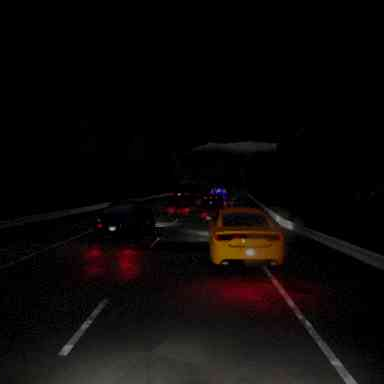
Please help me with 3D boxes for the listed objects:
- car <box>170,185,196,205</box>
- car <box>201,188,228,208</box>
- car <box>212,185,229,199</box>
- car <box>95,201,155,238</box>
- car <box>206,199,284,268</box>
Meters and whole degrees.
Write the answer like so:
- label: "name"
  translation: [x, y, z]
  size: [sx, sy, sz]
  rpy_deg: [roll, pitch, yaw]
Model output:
- label: "car"
  translation: [-0.917, 0.276, 35.547]
  size: [2.150, 2.045, 5.566]
  rpy_deg: [0, 1, 7]
- label: "car"
  translation: [1.977, 0.660, 31.265]
  size: [2.128, 1.511, 4.902]
  rpy_deg: [0, 1, 8]
- label: "car"
  translation: [3.712, 0.047, 44.038]
  size: [2.150, 2.045, 5.566]
  rpy_deg: [0, 1, 9]
- label: "car"
  translation: [-2.873, 1.129, 14.849]
  size: [1.812, 1.442, 4.674]
  rpy_deg: [0, 2, 3]
- label: "car"
  translation: [1.469, 1.202, 10.275]
  size: [1.882, 1.535, 5.008]
  rpy_deg: [0, 2, 2]
